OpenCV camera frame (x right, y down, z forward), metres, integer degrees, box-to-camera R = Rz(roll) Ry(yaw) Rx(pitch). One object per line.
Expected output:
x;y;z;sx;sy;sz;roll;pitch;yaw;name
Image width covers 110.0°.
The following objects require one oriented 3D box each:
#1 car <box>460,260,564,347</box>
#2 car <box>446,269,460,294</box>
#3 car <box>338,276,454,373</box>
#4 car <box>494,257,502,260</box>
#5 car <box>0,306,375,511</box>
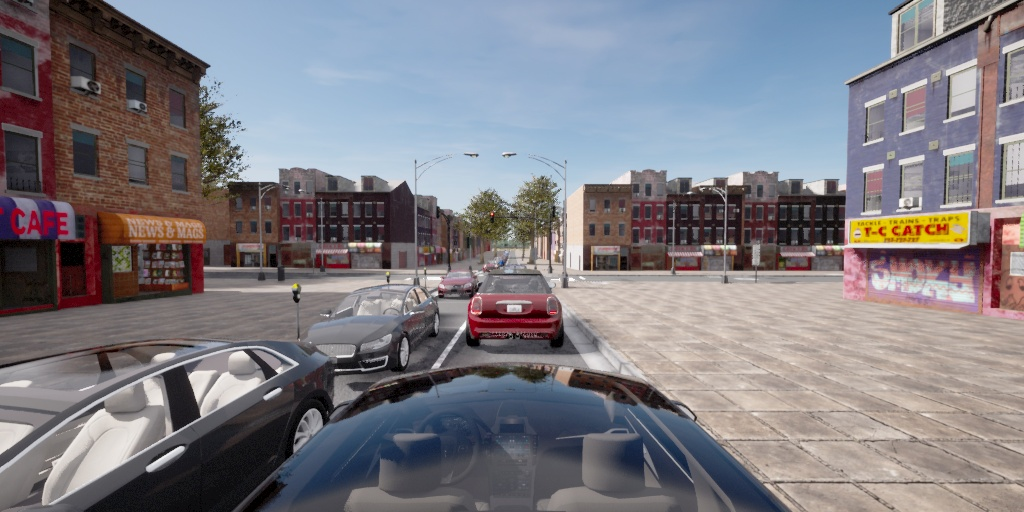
0.109;1.099;9.491;2.097;1.767;4.553;0;0;2;car
-2.617;1.332;18.340;1.802;1.307;4.207;0;0;0;car
-2.632;1.298;7.446;2.007;1.370;4.403;0;0;0;car
-2.578;1.233;45.116;1.967;1.591;4.097;0;0;0;car
-2.640;1.300;1.998;2.007;1.370;4.403;0;0;0;car
